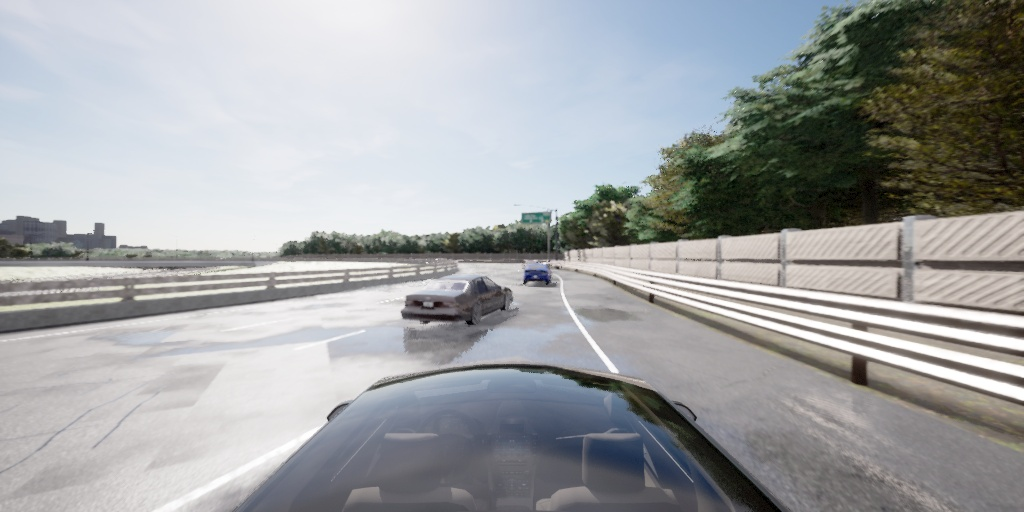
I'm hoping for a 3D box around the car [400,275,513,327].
[{"bbox_3d":[-1.509,1.329,11.868,2.033,1.411,5.357,0,0,16],"label":"car"}]

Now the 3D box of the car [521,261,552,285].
[{"bbox_3d":[2.009,1.329,27.734,1.882,1.535,5.008,1,0,8],"label":"car"}]
